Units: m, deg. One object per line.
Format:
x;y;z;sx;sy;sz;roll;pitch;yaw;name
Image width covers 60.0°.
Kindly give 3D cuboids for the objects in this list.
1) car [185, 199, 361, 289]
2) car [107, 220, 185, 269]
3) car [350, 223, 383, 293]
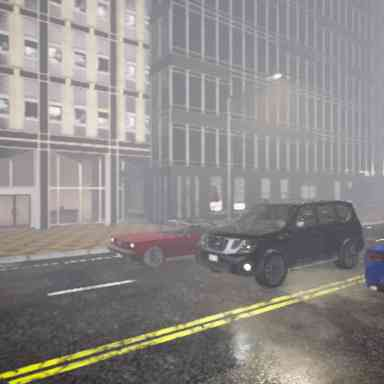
2.769;1.251;9.648;5.566;2.045;2.150;0;0;-35;car
-0.389;1.625;11.389;4.718;1.301;1.895;0;0;-35;car
5.966;1.513;7.689;5.008;1.535;1.882;0;0;-35;car
